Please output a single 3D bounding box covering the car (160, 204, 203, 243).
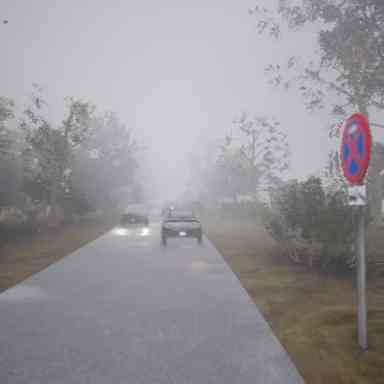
[{"bbox_3d":[-0.557,1.573,16.539,2.128,1.511,4.902,0,0,-4],"label":"car"}]

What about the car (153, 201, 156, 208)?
[{"bbox_3d":[-8.074,2.501,66.318,1.837,1.490,4.892,0,-1,-5],"label":"car"}]

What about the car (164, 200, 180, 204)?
[{"bbox_3d":[-2.129,1.635,34.862,2.097,1.767,4.553,0,-1,-6],"label":"car"}]

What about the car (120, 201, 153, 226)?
[{"bbox_3d":[-4.122,1.629,24.668,1.882,1.535,5.008,0,-1,-5],"label":"car"}]
